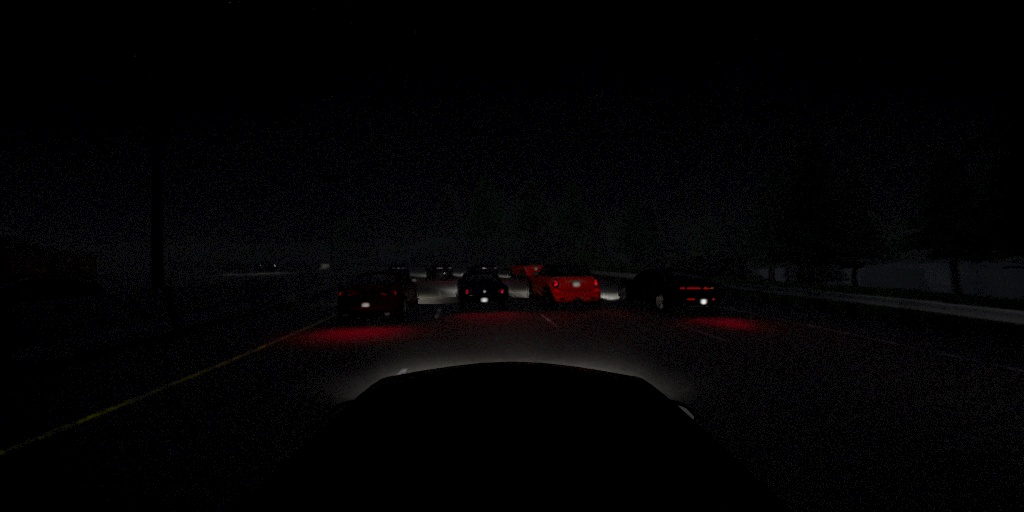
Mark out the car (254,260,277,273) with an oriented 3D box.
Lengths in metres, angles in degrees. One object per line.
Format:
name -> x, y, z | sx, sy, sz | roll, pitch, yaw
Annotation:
car -> -33.566, 1.291, 48.812 | 2.097, 1.767, 4.553 | 0, 0, -44

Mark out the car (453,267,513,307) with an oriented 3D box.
car -> -1.417, 1.352, 15.545 | 1.895, 1.301, 4.718 | 0, 0, -10

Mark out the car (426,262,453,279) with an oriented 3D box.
car -> -6.707, 1.266, 32.971 | 2.128, 1.511, 4.902 | 0, 0, -23

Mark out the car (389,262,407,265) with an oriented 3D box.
car -> -10.714, 1.290, 33.468 | 2.128, 1.511, 4.902 | 0, 0, -23

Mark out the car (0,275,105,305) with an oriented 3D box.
car -> -14.962, 1.327, 10.510 | 2.128, 1.511, 4.902 | 0, 0, -9

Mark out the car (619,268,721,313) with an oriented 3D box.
car -> 5.846, 1.213, 13.925 | 1.837, 1.490, 4.892 | 0, 0, -8

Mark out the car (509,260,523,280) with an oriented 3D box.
car -> 1.297, 1.078, 31.676 | 2.097, 1.767, 4.553 | 0, 0, -19

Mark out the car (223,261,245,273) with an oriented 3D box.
car -> -36.052, 1.290, 46.348 | 2.033, 1.411, 5.357 | 0, 0, -44

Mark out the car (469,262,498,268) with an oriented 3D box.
car -> -2.712, 1.242, 32.462 | 2.128, 1.511, 4.902 | 0, 0, -21

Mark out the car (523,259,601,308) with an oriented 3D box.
car -> 2.063, 1.082, 15.448 | 2.097, 1.767, 4.553 | 0, 0, -9

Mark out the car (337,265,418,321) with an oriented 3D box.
car -> -4.518, 1.249, 12.688 | 1.882, 1.535, 5.008 | 0, 0, -8
